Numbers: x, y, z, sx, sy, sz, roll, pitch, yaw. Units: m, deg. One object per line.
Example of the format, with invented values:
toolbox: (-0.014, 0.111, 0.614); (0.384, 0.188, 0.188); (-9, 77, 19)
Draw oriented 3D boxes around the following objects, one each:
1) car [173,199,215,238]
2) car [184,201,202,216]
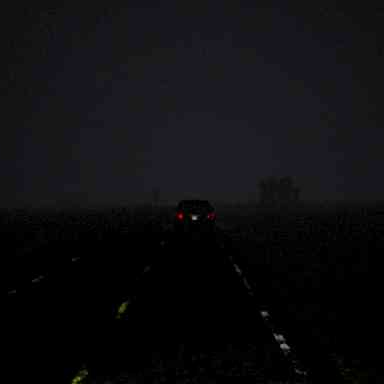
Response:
car: (0.109, 1.402, 19.127); (2.150, 2.045, 5.566); (0, 0, 0)
car: (0.108, 1.850, 38.181); (1.882, 1.535, 5.008); (0, -1, 0)
